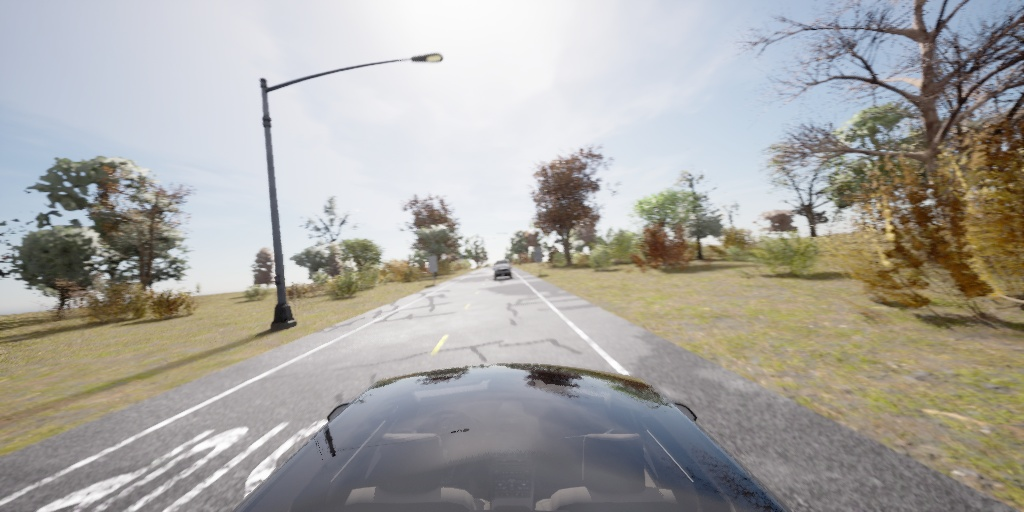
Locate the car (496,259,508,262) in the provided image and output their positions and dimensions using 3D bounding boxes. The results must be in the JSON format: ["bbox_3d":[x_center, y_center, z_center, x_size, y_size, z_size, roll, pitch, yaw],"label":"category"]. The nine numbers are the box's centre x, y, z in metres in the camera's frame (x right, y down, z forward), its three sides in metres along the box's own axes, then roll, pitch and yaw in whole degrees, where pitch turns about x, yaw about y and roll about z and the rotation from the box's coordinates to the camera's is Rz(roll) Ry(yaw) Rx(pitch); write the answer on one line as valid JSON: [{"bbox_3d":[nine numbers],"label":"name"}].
[{"bbox_3d":[-1.309,1.480,48.659,2.150,2.045,5.566,-5,0,-1],"label":"car"}]

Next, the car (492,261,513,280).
[{"bbox_3d":[-0.966,1.628,37.536,1.837,1.490,4.892,-5,0,-2],"label":"car"}]
